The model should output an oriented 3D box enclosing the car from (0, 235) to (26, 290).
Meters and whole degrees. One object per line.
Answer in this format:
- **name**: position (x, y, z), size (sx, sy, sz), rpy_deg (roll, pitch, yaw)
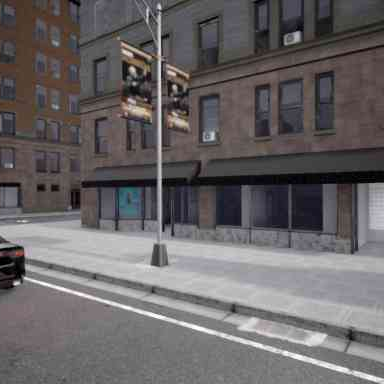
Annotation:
- **car**: position (-5.948, 1.477, 7.899), size (5.008, 1.535, 1.882), rpy_deg (0, 0, 35)
